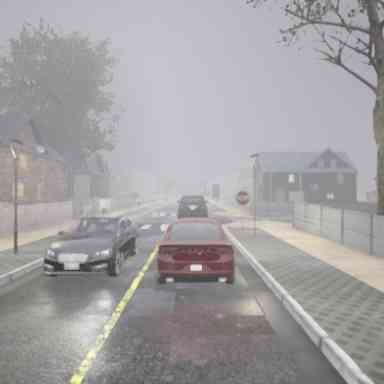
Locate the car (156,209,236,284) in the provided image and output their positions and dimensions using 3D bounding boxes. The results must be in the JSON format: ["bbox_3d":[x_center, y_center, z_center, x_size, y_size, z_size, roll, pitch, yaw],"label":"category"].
[{"bbox_3d":[0.084,1.483,9.662,1.882,1.535,5.008,0,0,0],"label":"car"}]

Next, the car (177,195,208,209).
[{"bbox_3d":[0.053,1.242,25.689,2.150,2.045,5.566,0,0,0],"label":"car"}]

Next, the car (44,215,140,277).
[{"bbox_3d":[-2.826,1.499,10.310,2.128,1.511,4.902,0,0,0],"label":"car"}]
